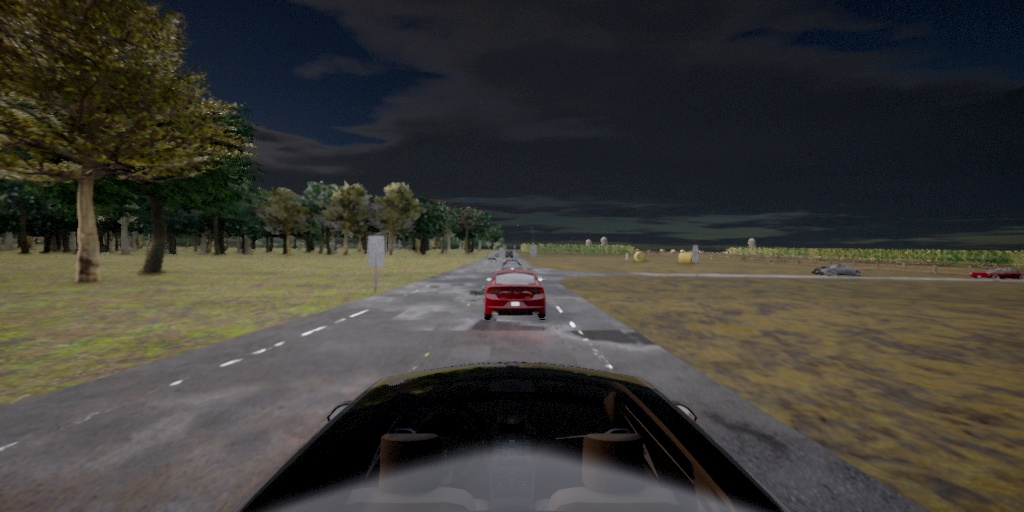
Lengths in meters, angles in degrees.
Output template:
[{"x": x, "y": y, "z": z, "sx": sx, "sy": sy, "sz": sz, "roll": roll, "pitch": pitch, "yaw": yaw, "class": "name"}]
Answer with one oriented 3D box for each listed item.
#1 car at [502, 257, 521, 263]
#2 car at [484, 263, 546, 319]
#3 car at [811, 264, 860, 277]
[{"x": -0.016, "y": 1.048, "z": 33.529, "sx": 1.994, "sy": 1.385, "sz": 4.181, "roll": 0, "pitch": 1, "yaw": -1, "class": "car"}, {"x": 0.096, "y": 1.203, "z": 12.704, "sx": 1.882, "sy": 1.535, "sz": 5.008, "roll": 0, "pitch": 0, "yaw": 0, "class": "car"}, {"x": 35.420, "y": 1.582, "z": 39.294, "sx": 4.181, "sy": 1.385, "sz": 1.994, "roll": 1, "pitch": -1, "yaw": 0, "class": "car"}]
